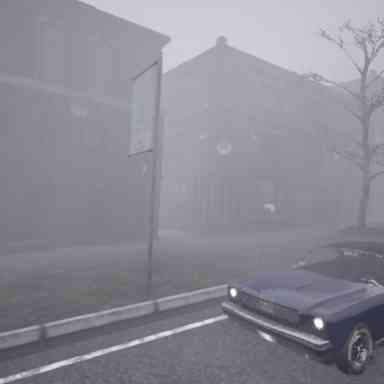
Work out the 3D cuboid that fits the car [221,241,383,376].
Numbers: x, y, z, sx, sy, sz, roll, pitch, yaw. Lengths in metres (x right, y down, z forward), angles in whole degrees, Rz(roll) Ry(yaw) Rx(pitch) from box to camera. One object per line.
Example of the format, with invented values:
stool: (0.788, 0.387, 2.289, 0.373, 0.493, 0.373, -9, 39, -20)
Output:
car: (2.785, 1.596, 5.675, 4.718, 1.301, 1.895, 0, 0, -36)
